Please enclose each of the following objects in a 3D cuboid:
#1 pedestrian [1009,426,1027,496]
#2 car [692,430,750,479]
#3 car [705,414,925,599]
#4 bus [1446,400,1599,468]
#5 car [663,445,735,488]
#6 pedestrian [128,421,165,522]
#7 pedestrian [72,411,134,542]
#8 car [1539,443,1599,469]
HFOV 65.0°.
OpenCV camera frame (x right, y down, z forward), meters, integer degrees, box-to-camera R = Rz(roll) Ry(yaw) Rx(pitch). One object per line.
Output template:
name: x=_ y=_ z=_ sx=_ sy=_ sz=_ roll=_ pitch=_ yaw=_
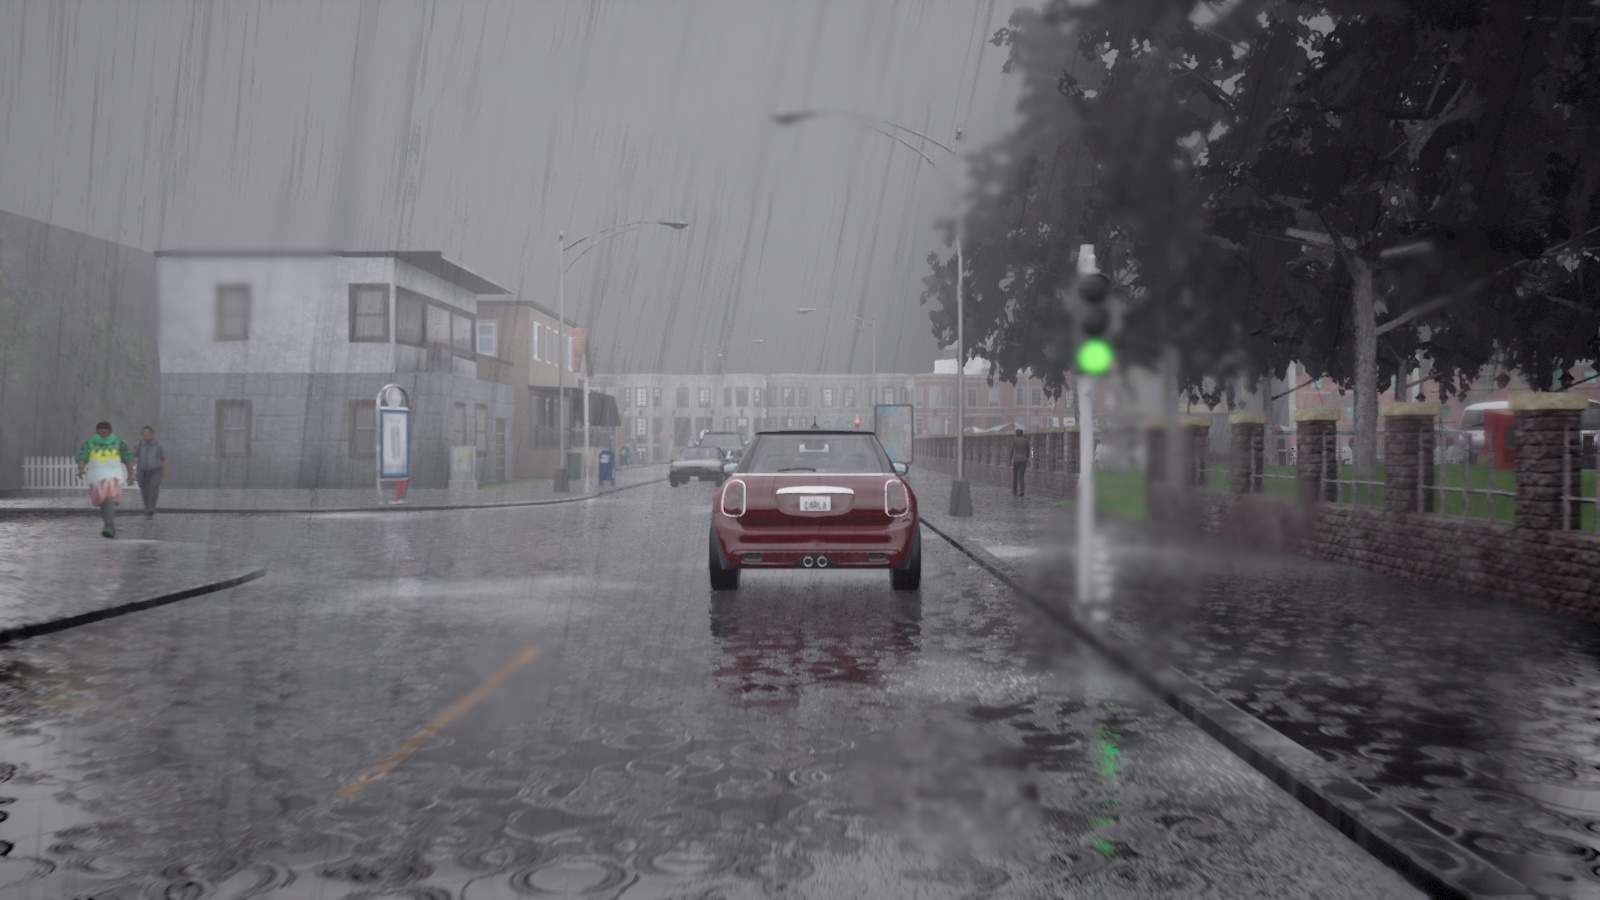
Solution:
pedestrian: x=5.725 y=0.276 z=32.936 sx=0.328 sy=1.805 sz=0.869 roll=0 pitch=0 yaw=1
car: x=-3.401 y=0.153 z=55.257 sx=2.150 sy=2.045 sz=5.566 roll=0 pitch=0 yaw=1
car: x=0.163 y=0.525 z=14.231 sx=2.097 sy=1.767 sz=4.553 roll=0 pitch=0 yaw=1
bus: x=48.433 y=-1.067 z=84.128 sx=3.944 sy=4.253 sz=10.273 roll=0 pitch=1 yaw=-8
car: x=-3.515 y=0.541 z=44.664 sx=2.033 sy=1.411 sz=5.357 roll=0 pitch=0 yaw=1
pedestrian: x=-12.253 y=0.394 z=23.560 sx=0.540 sy=1.848 sz=0.694 roll=0 pitch=0 yaw=-20
pedestrian: x=-10.629 y=0.394 z=19.181 sx=0.659 sy=1.952 sz=0.873 roll=0 pitch=0 yaw=-17
car: x=46.032 y=0.333 z=74.646 sx=1.970 sy=1.475 sz=3.806 roll=0 pitch=0 yaw=-1
